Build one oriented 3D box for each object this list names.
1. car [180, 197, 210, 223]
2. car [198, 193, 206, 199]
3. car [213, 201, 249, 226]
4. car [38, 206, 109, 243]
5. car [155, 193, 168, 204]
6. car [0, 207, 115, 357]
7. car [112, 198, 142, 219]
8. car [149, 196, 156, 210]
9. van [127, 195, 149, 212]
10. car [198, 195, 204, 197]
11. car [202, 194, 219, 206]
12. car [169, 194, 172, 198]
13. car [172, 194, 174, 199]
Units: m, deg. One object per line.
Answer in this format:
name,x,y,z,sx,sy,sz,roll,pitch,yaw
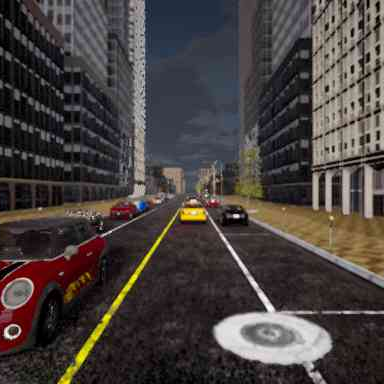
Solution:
car,0.100,1.376,24.547,1.801,1.575,5.366,0,0,0
car,2.698,1.115,90.615,1.967,1.590,4.097,0,0,0
car,2.694,1.494,22.313,1.947,1.339,4.313,0,0,0
car,-5.687,1.497,16.634,2.008,1.369,4.403,0,0,0
car,-5.684,1.246,56.478,1.967,1.590,4.097,0,0,0
car,-3.097,1.332,6.293,2.097,1.767,4.553,0,0,0
car,-5.686,1.453,28.018,1.887,1.381,4.507,0,0,0
car,-5.685,1.451,39.403,1.802,1.307,4.206,0,0,0
van,-5.685,1.230,33.710,1.690,1.788,3.998,0,0,0
car,0.101,1.423,42.125,1.994,1.385,4.181,0,0,0
car,2.696,1.289,45.079,1.967,1.590,4.097,0,0,0
car,-5.684,1.329,67.864,1.947,1.339,4.313,0,0,0
car,-5.683,1.201,90.461,1.752,1.417,4.829,0,0,0
